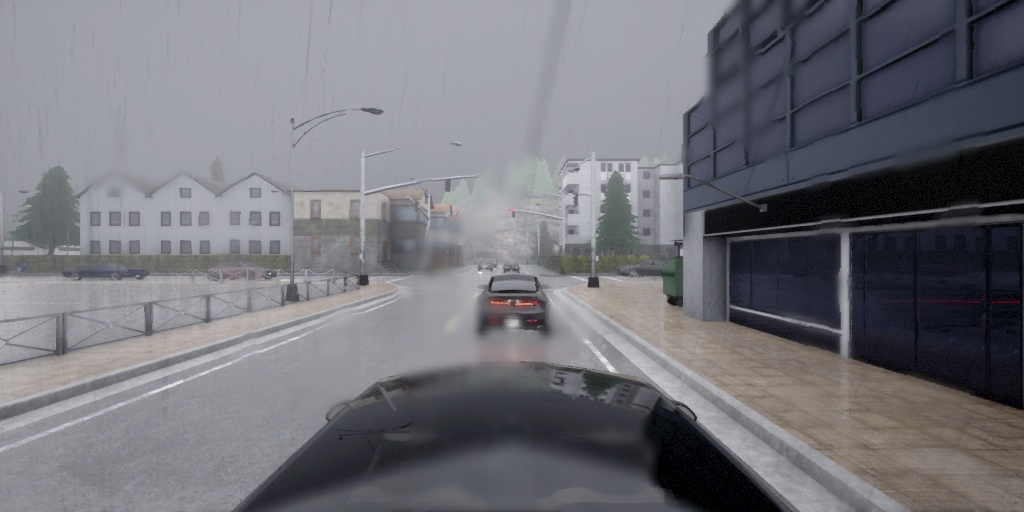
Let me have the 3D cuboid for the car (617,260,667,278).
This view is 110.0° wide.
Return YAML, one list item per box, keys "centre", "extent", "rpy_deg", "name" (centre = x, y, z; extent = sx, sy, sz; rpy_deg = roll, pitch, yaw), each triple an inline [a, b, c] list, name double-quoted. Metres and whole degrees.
- centre: [11.347, 1.078, 30.092]
  extent: [4.892, 1.490, 1.837]
  rpy_deg: [0, 0, 0]
  name: "car"

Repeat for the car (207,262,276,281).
- centre: [-19.885, 1.138, 26.526]
  extent: [4.181, 1.385, 1.994]
  rpy_deg: [0, 0, 0]
  name: "car"

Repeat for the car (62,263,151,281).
- centre: [-29.905, 1.174, 26.574]
  extent: [4.718, 1.301, 1.895]
  rpy_deg: [0, 0, 0]
  name: "car"

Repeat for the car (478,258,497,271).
- centre: [-3.509, 1.241, 48.334]
  extent: [2.128, 1.511, 4.902]
  rpy_deg: [0, 0, 0]
  name: "car"

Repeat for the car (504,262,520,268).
- centre: [-0.007, 1.351, 43.784]
  extent: [1.895, 1.301, 4.718]
  rpy_deg: [0, 0, 2]
  name: "car"

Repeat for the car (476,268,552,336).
- centre: [0.069, 1.255, 10.365]
  extent: [1.837, 1.490, 4.892]
  rpy_deg: [0, 0, 1]
  name: "car"
